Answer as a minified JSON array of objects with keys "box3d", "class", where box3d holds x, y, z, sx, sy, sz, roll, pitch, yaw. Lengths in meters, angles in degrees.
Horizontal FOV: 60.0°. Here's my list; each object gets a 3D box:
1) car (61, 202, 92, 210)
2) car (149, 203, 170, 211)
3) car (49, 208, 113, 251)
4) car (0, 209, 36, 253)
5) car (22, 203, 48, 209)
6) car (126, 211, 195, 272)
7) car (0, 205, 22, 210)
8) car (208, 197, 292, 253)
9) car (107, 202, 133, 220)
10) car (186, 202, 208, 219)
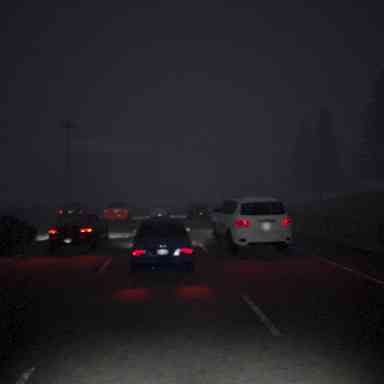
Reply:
[{"box3d":[-9.806,1.675,28.507,2.097,1.767,4.553,-1,-1,-6],"class":"car"},{"box3d":[-2.964,1.755,30.483,1.812,1.442,4.674,-1,-1,-6],"class":"car"},{"box3d":[-4.853,1.646,14.669,1.812,1.442,4.674,-1,-1,-6],"class":"car"},{"box3d":[-8.334,1.702,14.307,1.812,1.442,4.674,-1,-1,-6],"class":"car"},{"box3d":[-22.596,2.377,48.849,1.837,1.490,4.892,-1,-2,-6],"class":"car"},{"box3d":[-0.978,1.585,10.941,2.033,1.411,5.357,-1,0,-5],"class":"car"},{"box3d":[-25.957,2.500,47.307,1.895,1.301,4.718,-1,-1,-6],"class":"car"},{"box3d":[2.254,1.221,13.866,2.150,2.045,5.566,-1,0,-6],"class":"car"},{"box3d":[-6.325,1.619,28.865,2.097,1.767,4.553,-1,-1,-6],"class":"car"},{"box3d":[0.516,1.700,30.854,1.812,1.442,4.674,-1,-1,-6],"class":"car"}]
